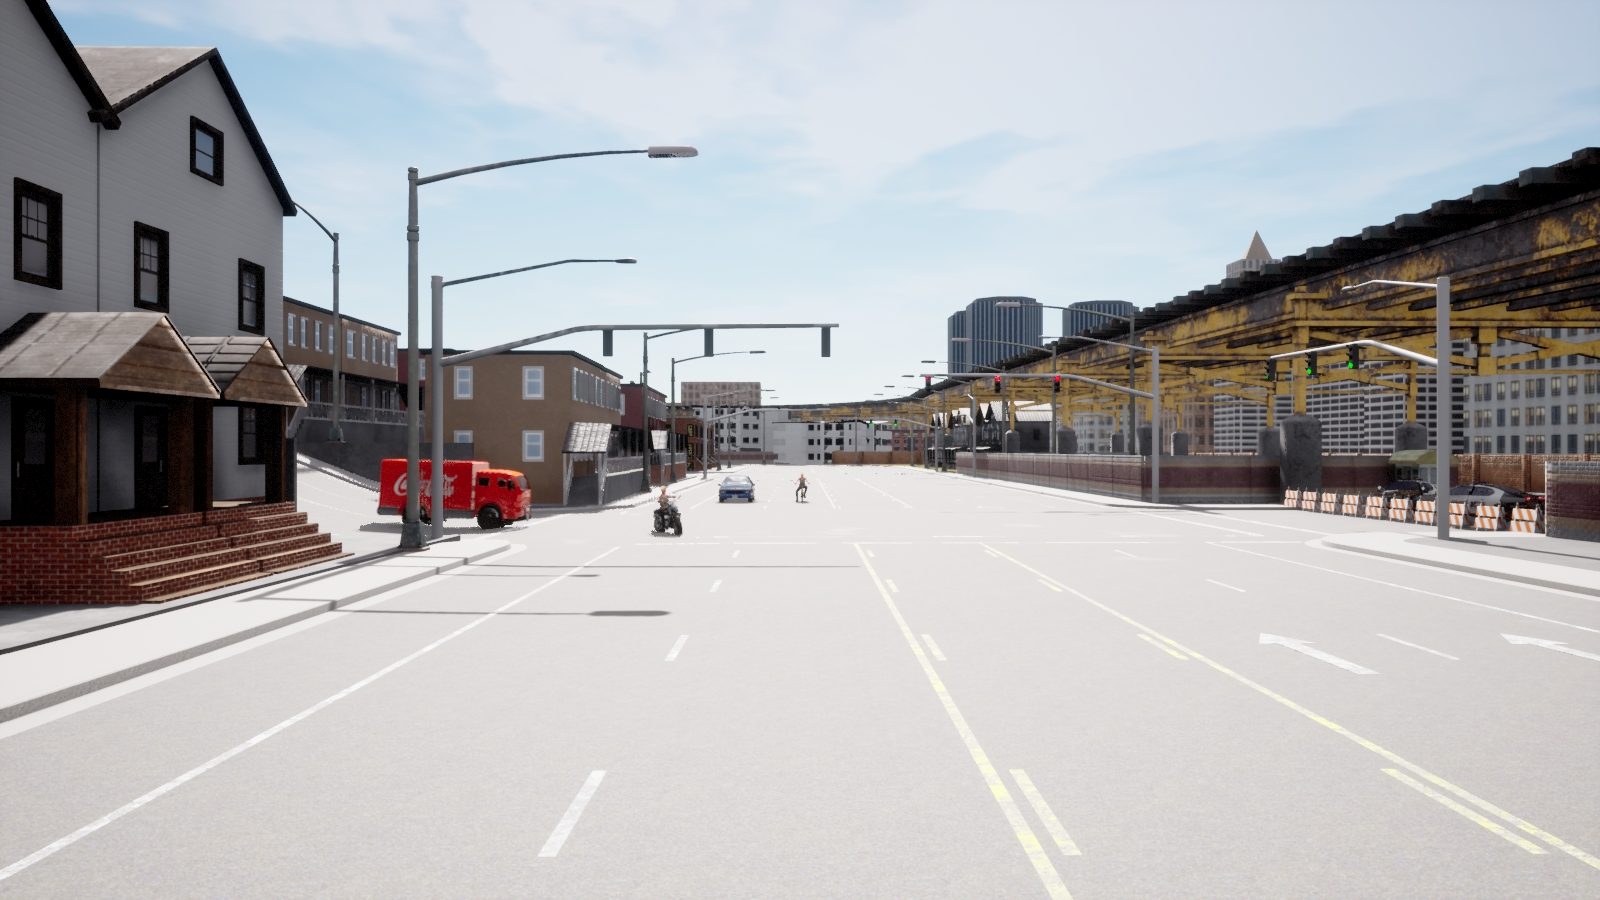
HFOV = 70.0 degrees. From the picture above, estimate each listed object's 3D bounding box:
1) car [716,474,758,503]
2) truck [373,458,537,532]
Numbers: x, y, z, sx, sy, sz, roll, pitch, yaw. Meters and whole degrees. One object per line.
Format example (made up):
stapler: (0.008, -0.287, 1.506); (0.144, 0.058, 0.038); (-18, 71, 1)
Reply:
car: (-3.449, 2.106, 63.014); (2.033, 1.411, 5.357); (0, 0, 0)
truck: (-12.719, 1.635, 42.419); (5.204, 2.467, 2.627); (2, 0, 1)
